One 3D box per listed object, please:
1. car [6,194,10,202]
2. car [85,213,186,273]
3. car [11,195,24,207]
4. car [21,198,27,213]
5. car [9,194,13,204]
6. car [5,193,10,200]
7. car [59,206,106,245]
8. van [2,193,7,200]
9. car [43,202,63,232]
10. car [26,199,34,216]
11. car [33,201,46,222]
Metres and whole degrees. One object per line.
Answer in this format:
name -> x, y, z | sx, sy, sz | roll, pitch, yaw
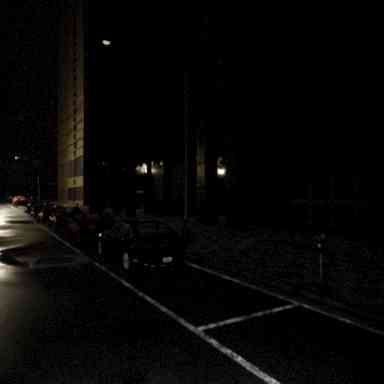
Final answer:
car -> -33.883, 1.503, 63.626 | 1.887, 1.381, 4.507 | 1, 0, -31
car -> -1.781, 1.566, 10.734 | 2.008, 1.369, 4.403 | 1, 0, -31
car -> -25.128, 1.525, 49.201 | 1.887, 1.381, 4.507 | 1, 0, -31
car -> -16.374, 1.565, 34.776 | 1.947, 1.339, 4.313 | 1, 0, -31
car -> -28.045, 1.413, 54.010 | 1.967, 1.590, 4.097 | 1, 0, -31
car -> -36.801, 1.502, 68.434 | 2.008, 1.369, 4.403 | 1, 0, -31
car -> -4.700, 1.558, 15.542 | 1.887, 1.381, 4.507 | 1, 0, -31
van -> -45.553, 1.268, 82.860 | 1.690, 1.788, 3.998 | 1, 0, -31
car -> -7.617, 1.556, 20.350 | 1.887, 1.381, 4.507 | 1, 0, -31
car -> -13.454, 1.549, 29.967 | 1.887, 1.381, 4.507 | 1, 0, -31
car -> -10.536, 1.553, 25.159 | 1.887, 1.381, 4.507 | 1, 0, -31
